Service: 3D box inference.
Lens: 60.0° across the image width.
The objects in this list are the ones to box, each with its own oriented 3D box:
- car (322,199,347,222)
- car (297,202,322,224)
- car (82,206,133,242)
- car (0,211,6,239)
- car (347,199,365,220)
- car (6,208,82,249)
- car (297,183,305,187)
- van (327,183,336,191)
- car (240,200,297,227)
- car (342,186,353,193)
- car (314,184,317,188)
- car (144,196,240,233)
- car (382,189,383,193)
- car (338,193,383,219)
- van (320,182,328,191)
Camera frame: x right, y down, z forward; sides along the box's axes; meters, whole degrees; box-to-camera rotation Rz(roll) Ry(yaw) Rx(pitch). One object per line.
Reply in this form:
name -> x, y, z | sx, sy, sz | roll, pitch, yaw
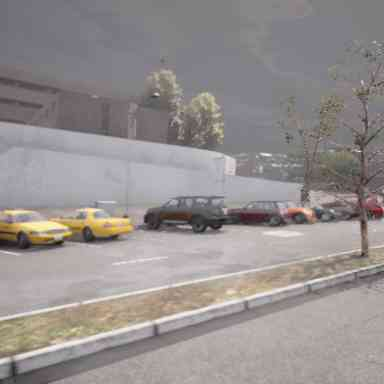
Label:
car -> 9.468, 1.578, 26.965 | 4.892, 1.521, 2.231 | -1, -1, 35
car -> 7.002, 1.432, 25.241 | 4.553, 1.767, 2.185 | -1, -1, 35
car -> -5.349, 1.498, 16.616 | 5.366, 1.575, 1.946 | -1, -1, 35
car -> -10.057, 1.241, 13.025 | 5.566, 2.045, 2.435 | -1, -1, 35
car -> 11.889, 1.626, 28.711 | 4.792, 1.488, 2.163 | -1, -1, 35
car -> -7.482, 1.488, 14.670 | 5.366, 1.575, 1.946 | -1, -1, 35
car -> 30.276, -1.646, 89.036 | 2.002, 1.452, 4.674 | 7, 3, 35
van -> 35.406, -1.095, 81.510 | 1.878, 1.987, 4.442 | 7, 3, 35
car -> 4.606, 1.414, 23.458 | 4.553, 1.767, 2.185 | -1, -1, 35
car -> 37.163, -0.596, 79.146 | 2.231, 1.521, 4.892 | 7, 3, 35
car -> 32.106, -1.414, 86.715 | 1.946, 1.575, 5.366 | 7, 3, 35
car -> -0.335, 1.263, 20.008 | 5.566, 2.045, 2.435 | -1, -1, 35
car -> 42.369, -0.031, 71.756 | 2.435, 2.045, 5.566 | 7, 3, 35
car -> 14.335, 1.368, 30.456 | 5.566, 2.045, 2.435 | -1, -1, 35
van -> 33.679, -1.368, 83.983 | 1.878, 1.987, 4.442 | 7, 3, 35
